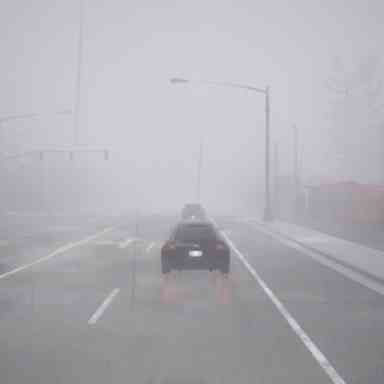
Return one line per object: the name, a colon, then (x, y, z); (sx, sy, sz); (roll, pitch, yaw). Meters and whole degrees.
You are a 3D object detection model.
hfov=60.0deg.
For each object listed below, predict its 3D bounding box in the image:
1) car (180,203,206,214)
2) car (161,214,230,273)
car: (0.091, 1.667, 27.367); (1.837, 1.490, 4.892); (0, -1, 0)
car: (0.097, 1.622, 10.884); (1.994, 1.385, 4.181); (0, 0, 0)
